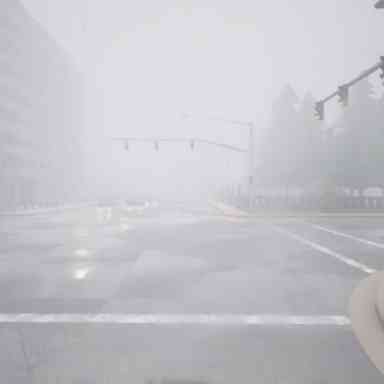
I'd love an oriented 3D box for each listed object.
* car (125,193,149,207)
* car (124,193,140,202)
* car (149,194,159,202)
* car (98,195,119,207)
[{"bbox_3d":[-7.090,1.161,42.463,1.994,1.385,4.181,0,1,0],"label":"car"},{"bbox_3d":[-10.556,0.945,58.946,1.837,1.490,4.892,0,1,1],"label":"car"},{"bbox_3d":[-7.058,1.046,58.589,1.895,1.301,4.718,0,1,1],"label":"car"},{"bbox_3d":[-10.591,1.090,42.385,2.128,1.511,4.902,0,1,0],"label":"car"}]
